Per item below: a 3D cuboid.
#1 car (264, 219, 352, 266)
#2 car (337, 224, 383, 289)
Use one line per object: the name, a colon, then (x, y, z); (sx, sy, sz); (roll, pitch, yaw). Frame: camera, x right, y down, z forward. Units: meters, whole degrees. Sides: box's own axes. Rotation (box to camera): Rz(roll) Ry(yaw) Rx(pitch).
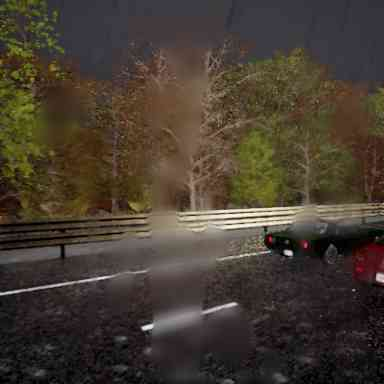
car: (4.760, 1.574, 11.512); (4.718, 1.301, 1.895); (0, 0, -36)
car: (5.593, 1.501, 7.786); (4.674, 1.442, 1.812); (0, 0, -36)
